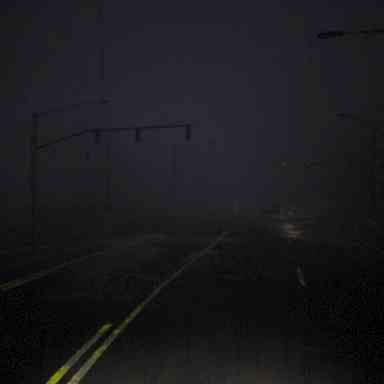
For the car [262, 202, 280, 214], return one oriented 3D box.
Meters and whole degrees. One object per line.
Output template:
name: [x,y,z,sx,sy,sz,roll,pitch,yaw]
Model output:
car: [9.324,1.860,39.368,1.994,1.385,4.181,0,0,15]
